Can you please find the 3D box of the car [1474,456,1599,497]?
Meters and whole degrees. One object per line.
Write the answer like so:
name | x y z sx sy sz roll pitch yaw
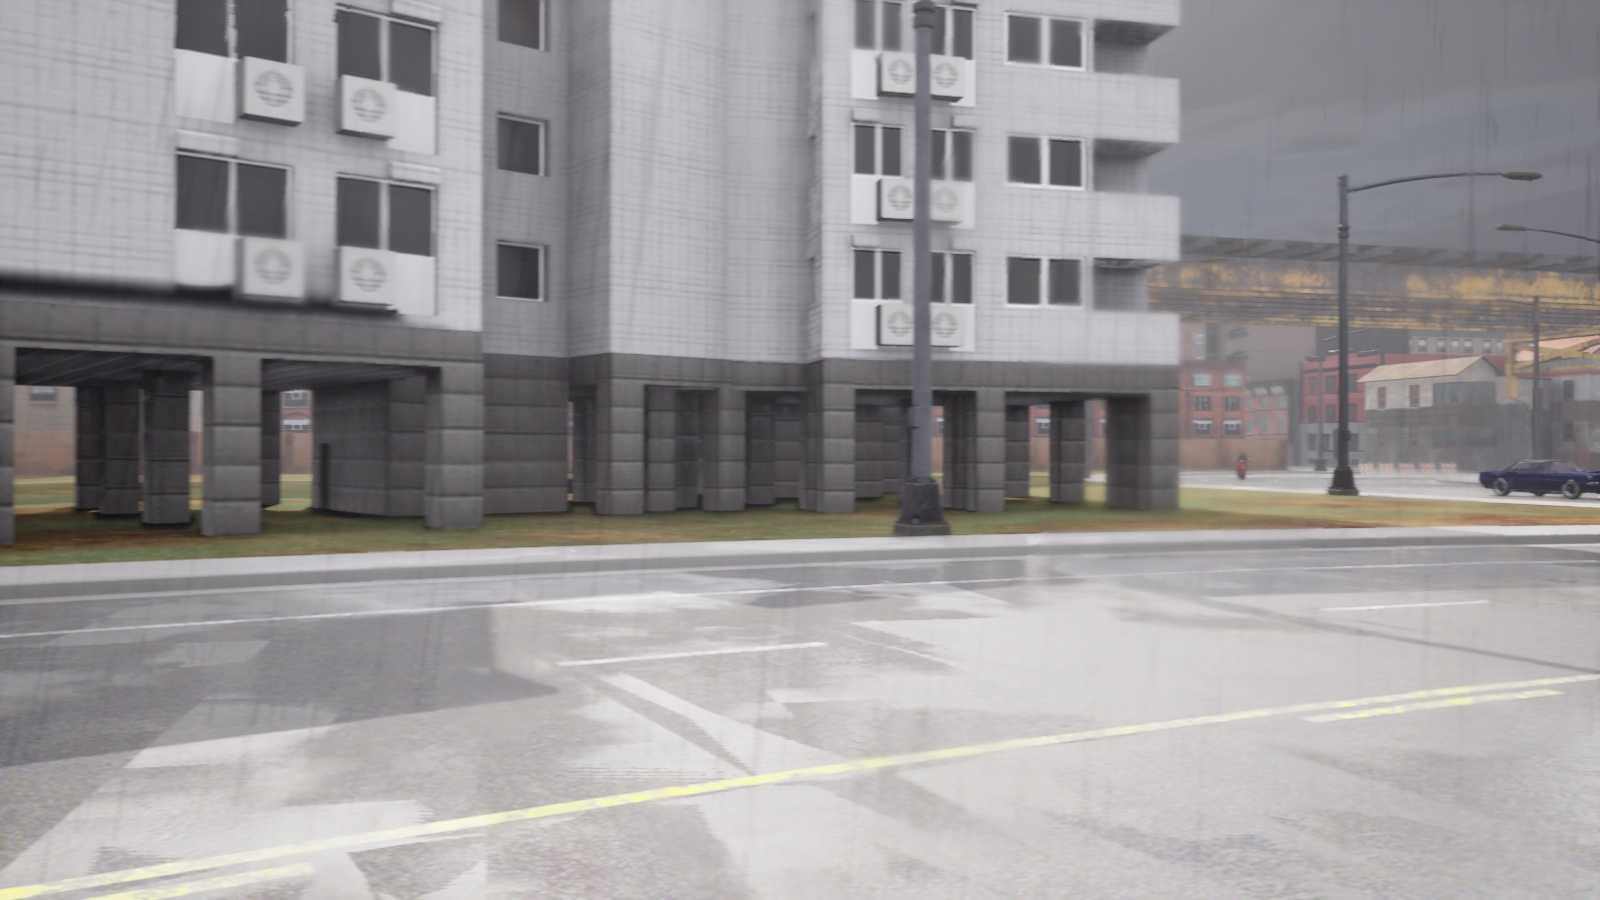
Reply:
car | 25.645 0.873 42.926 1.895 1.301 4.718 0 0 -15

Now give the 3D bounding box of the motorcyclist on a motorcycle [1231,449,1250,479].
motorcyclist on a motorcycle | 24.153 0.769 68.850 0.866 1.590 1.817 1 0 24
